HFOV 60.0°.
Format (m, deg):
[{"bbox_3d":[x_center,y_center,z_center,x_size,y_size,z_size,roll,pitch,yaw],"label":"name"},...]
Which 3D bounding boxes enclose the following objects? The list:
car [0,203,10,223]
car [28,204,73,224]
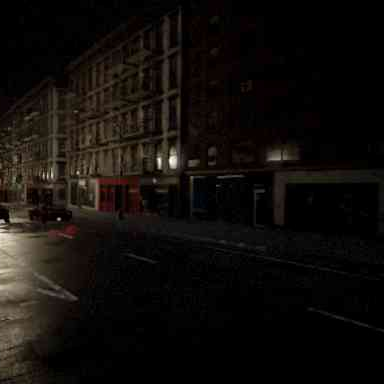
[{"bbox_3d":[-14.622,1.482,24.235,1.812,1.442,4.674,0,0,-40],"label":"car"},{"bbox_3d":[-10.484,1.556,24.357,1.895,1.301,4.718,0,0,-40],"label":"car"}]
